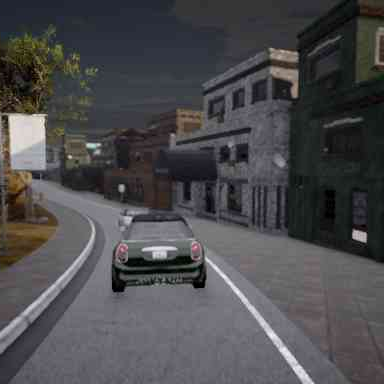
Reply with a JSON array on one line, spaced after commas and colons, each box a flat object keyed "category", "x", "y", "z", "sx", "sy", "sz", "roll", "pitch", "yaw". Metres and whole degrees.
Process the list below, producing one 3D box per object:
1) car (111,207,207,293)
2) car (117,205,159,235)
[{"category": "car", "x": -0.954, "y": 1.344, "z": 9.135, "sx": 2.097, "sy": 1.767, "sz": 4.553, "roll": -1, "pitch": 0, "yaw": -7}, {"category": "car", "x": -3.373, "y": 1.548, "z": 19.856, "sx": 1.895, "sy": 1.301, "sz": 4.718, "roll": -1, "pitch": 1, "yaw": -16}]
